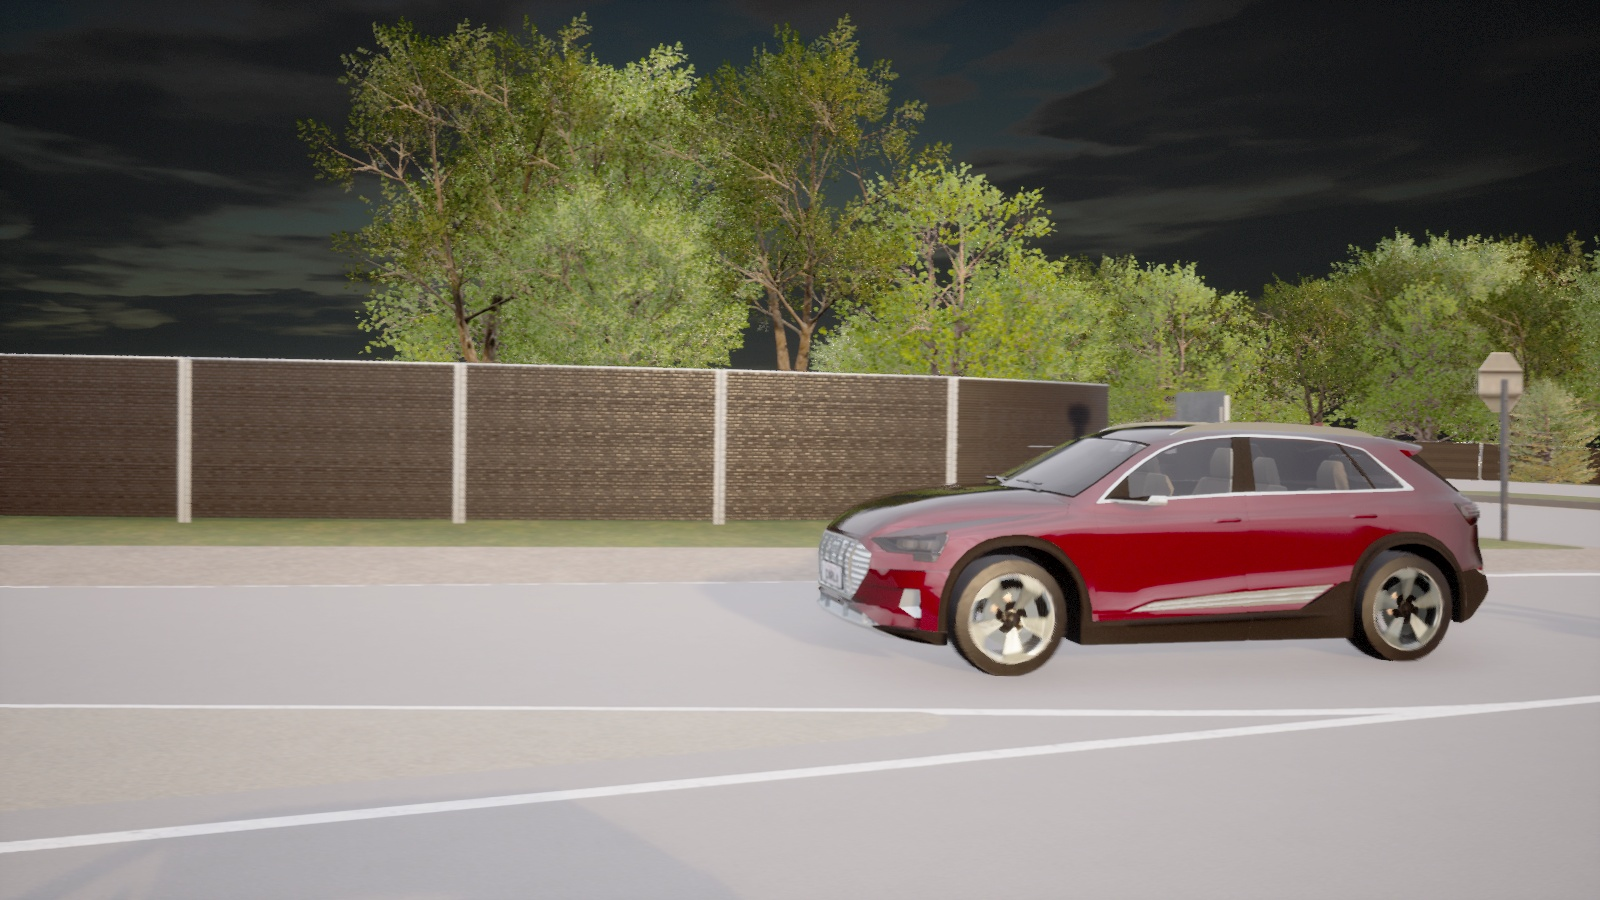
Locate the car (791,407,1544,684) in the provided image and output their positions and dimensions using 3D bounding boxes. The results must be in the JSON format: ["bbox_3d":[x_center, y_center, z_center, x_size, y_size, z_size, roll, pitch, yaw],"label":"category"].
[{"bbox_3d":[2.542,0.538,9.063,4.856,1.649,2.033,0,1,-15],"label":"car"}]
